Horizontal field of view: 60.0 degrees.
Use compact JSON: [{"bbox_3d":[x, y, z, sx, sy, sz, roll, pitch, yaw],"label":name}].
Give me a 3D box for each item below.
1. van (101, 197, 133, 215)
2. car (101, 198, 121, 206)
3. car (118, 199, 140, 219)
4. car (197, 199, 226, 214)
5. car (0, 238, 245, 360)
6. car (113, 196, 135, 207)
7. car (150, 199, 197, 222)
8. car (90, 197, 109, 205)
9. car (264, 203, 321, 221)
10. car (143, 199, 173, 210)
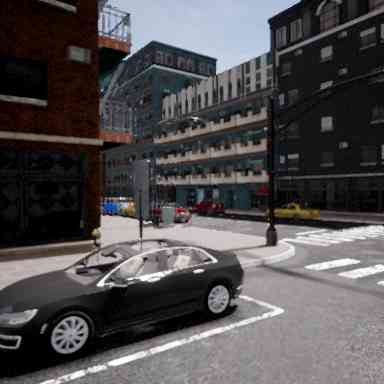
[{"bbox_3d":[-8.253,1.519,35.846,1.690,1.788,3.998,-1,0,-36],"label":"van"},{"bbox_3d":[-14.357,1.702,58.715,1.947,1.339,4.313,-1,0,-36],"label":"car"},{"bbox_3d":[-4.923,1.688,31.214,1.752,1.417,4.829,-1,0,-36],"label":"car"},{"bbox_3d":[1.783,1.499,36.239,1.967,1.590,4.097,-1,0,-36],"label":"car"},{"bbox_3d":[-1.009,1.557,5.857,4.403,1.369,2.008,0,-1,-36],"label":"car"},{"bbox_3d":[-11.130,1.560,54.219,1.967,1.590,4.097,-1,0,-36],"label":"car"},{"bbox_3d":[-1.796,1.589,26.857,1.967,1.590,4.097,-1,0,-36],"label":"car"},{"bbox_3d":[-17.585,1.704,63.211,2.008,1.369,4.403,-1,0,-36],"label":"car"},{"bbox_3d":[8.141,1.556,27.387,1.752,1.417,4.829,-1,0,-36],"label":"car"},{"bbox_3d":[-4.672,1.640,45.230,2.008,1.369,4.403,-1,0,-36],"label":"car"}]
